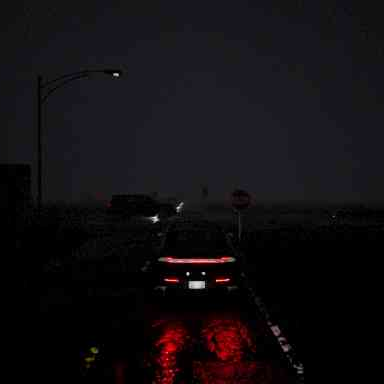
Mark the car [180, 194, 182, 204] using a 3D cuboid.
[{"bbox_3d":[-2.979,1.500,53.228,1.882,1.535,5.008,0,0,0],"label":"car"}]

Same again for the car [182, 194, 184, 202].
[{"bbox_3d":[-2.985,1.560,66.092,1.812,1.442,4.674,0,0,0],"label":"car"}]

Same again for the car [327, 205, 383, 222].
[{"bbox_3d":[13.601,1.679,26.762,4.718,1.301,1.895,0,1,0],"label":"car"}]

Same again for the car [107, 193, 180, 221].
[{"bbox_3d":[-3.965,1.217,26.778,5.566,2.045,2.150,0,0,0],"label":"car"}]

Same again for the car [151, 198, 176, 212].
[{"bbox_3d":[-3.440,1.503,40.974,2.128,1.511,4.902,0,0,8],"label":"car"}]

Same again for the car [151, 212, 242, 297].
[{"bbox_3d":[0.089,1.491,8.536,2.128,1.511,4.902,0,0,0],"label":"car"}]
